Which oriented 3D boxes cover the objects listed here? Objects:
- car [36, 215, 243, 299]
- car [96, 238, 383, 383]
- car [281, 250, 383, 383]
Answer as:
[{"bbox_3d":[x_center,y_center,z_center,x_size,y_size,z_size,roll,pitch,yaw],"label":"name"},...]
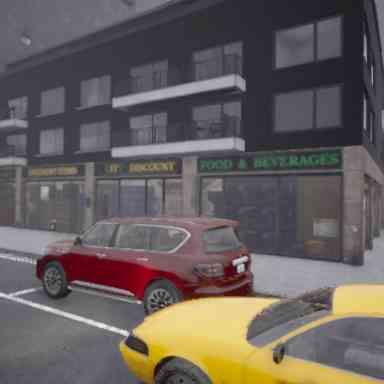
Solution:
[{"bbox_3d":[-1.162,1.419,7.154,5.009,1.841,2.192,0,-1,32],"label":"car"},{"bbox_3d":[1.715,1.533,3.022,5.366,1.575,1.801,0,-1,32],"label":"car"},{"bbox_3d":[3.487,1.701,4.214,4.206,1.307,1.802,0,-1,32],"label":"car"}]
